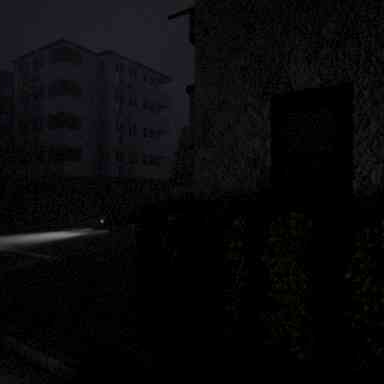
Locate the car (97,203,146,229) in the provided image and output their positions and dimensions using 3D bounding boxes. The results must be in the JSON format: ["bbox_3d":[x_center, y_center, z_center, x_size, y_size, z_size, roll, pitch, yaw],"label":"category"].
[{"bbox_3d":[-3.979,1.491,21.932,2.128,1.511,4.902,0,0,35],"label":"car"}]
